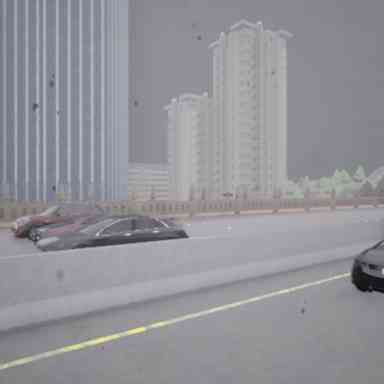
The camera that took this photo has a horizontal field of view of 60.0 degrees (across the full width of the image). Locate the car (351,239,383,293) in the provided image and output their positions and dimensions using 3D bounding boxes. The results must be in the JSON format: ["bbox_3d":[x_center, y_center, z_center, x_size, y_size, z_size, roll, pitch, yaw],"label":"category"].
[{"bbox_3d":[5.557,1.557,7.712,4.181,1.385,1.994,0,0,-36],"label":"car"}]

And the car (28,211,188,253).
[{"bbox_3d":[-2.416,1.501,10.868,4.892,1.490,1.837,0,0,-36],"label":"car"}]

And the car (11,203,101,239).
[{"bbox_3d":[-6.437,1.348,16.598,4.553,1.767,2.097,0,0,-36],"label":"car"}]

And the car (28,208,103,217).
[{"bbox_3d":[-4.239,1.560,13.867,4.181,1.385,1.994,0,0,-36],"label":"car"}]
